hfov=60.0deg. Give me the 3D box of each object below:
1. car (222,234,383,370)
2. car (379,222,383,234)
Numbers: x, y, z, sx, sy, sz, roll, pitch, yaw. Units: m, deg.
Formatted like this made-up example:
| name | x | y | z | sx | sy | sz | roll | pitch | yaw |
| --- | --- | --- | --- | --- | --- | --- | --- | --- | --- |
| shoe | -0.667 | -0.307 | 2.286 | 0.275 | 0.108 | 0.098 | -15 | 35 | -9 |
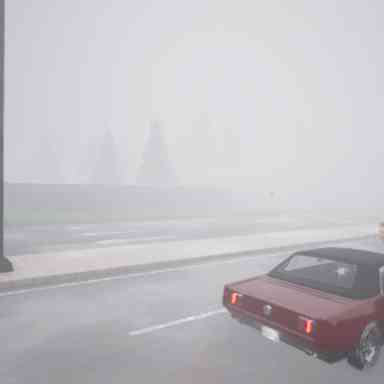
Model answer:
| name | x | y | z | sx | sy | sz | roll | pitch | yaw |
| --- | --- | --- | --- | --- | --- | --- | --- | --- | --- |
| car | 2.879 | 1.667 | 5.801 | 4.718 | 1.301 | 1.895 | 1 | 0 | -35 |
| car | 10.814 | 1.689 | 15.760 | 5.008 | 1.535 | 1.882 | 1 | 0 | -36 |
